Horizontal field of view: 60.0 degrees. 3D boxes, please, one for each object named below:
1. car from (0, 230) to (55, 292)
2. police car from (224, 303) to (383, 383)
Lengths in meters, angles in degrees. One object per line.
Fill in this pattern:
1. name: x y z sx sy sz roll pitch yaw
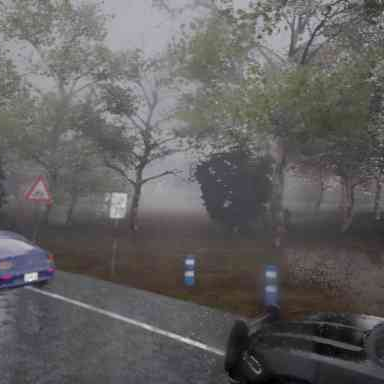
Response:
1. car: -5.519 1.714 8.711 4.674 1.442 1.812 1 -2 33
2. police car: 2.681 1.629 2.628 5.238 1.638 1.930 -1 -4 39
